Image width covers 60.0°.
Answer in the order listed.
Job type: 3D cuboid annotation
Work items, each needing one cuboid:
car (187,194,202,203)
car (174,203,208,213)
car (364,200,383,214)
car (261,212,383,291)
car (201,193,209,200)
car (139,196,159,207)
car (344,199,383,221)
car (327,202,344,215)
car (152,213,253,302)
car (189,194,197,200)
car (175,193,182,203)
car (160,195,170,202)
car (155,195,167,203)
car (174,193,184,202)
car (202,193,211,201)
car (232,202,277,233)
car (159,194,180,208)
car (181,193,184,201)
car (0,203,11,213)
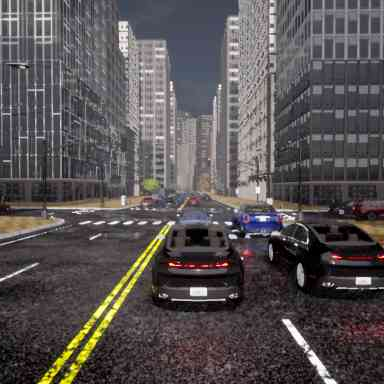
[{"bbox_3d":[0.244,1.485,53.918,1.812,1.442,4.674,0,0,0],"label":"car"},{"bbox_3d":[0.149,1.538,17.810,2.033,1.411,5.357,0,0,0],"label":"car"},{"bbox_3d":[21.911,1.643,36.791,4.829,1.417,1.752,1,0,1],"label":"car"},{"bbox_3d":[3.375,1.500,8.961,1.837,1.490,4.892,0,0,0],"label":"car"},{"bbox_3d":[3.498,1.097,89.732,2.097,1.767,4.553,0,0,0],"label":"car"},{"bbox_3d":[-6.453,1.491,49.059,1.812,1.442,4.674,0,0,2],"label":"car"},{"bbox_3d":[16.279,1.519,28.520,5.009,1.841,2.192,1,0,1],"label":"car"},{"bbox_3d":[16.521,1.617,34.301,4.892,1.490,1.837,1,1,1],"label":"car"},{"bbox_3d":[0.121,1.501,8.255,1.837,1.490,4.892,0,0,0],"label":"car"},{"bbox_3d":[0.245,1.389,88.940,1.882,1.535,5.008,0,0,0],"label":"car"},{"bbox_3d":[-3.175,1.460,57.625,1.837,1.490,4.892,0,0,0],"label":"car"},{"bbox_3d":[-6.286,1.453,77.938,1.812,1.442,4.674,0,0,0],"label":"car"},{"bbox_3d":[-6.332,1.420,67.668,1.882,1.535,5.008,0,0,0],"label":"car"},{"bbox_3d":[-3.036,1.154,77.898,2.150,2.045,5.566,0,0,0],"label":"car"},{"bbox_3d":[3.470,1.396,79.343,1.882,1.535,5.008,0,0,0],"label":"car"},{"bbox_3d":[3.398,1.342,18.044,2.097,1.767,4.553,0,0,0],"label":"car"},{"bbox_3d":[-3.207,1.471,48.286,1.837,1.490,4.892,0,0,0],"label":"car"},{"bbox_3d":[-3.088,1.468,67.446,1.812,1.442,4.674,0,0,1],"label":"car"},{"bbox_3d":[-20.026,1.315,31.809,5.008,1.535,1.882,1,1,1],"label":"car"}]
